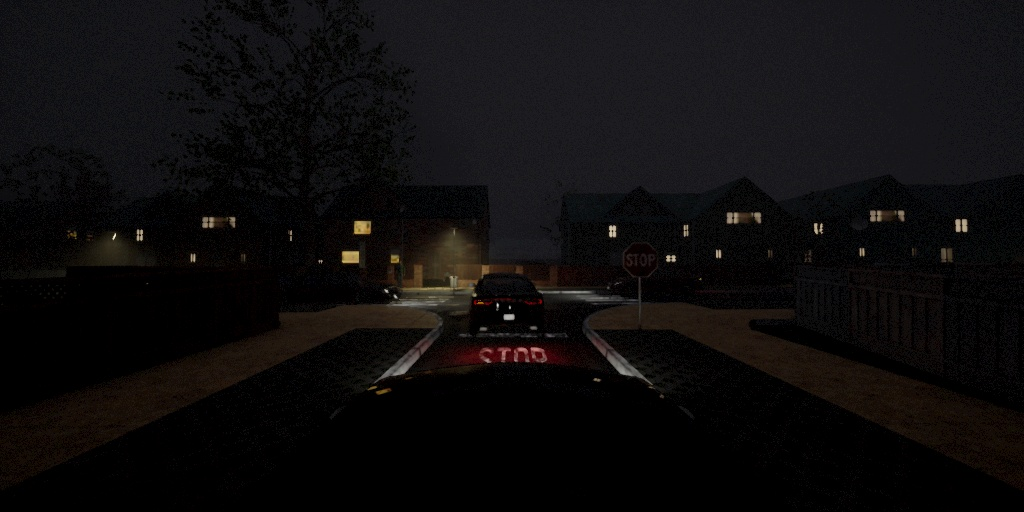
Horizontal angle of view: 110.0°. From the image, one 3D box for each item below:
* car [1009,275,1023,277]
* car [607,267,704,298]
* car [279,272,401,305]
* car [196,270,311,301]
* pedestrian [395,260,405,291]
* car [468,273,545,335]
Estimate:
[{"bbox_3d":[24.246,1.042,15.038,5.008,1.535,1.882,0,-1,1],"label":"car"},{"bbox_3d":[7.218,1.307,18.232,4.674,1.442,1.812,-1,-1,0],"label":"car"},{"bbox_3d":[-7.697,1.390,15.507,5.357,1.411,2.033,-1,-1,1],"label":"car"},{"bbox_3d":[-13.220,1.502,18.539,4.674,1.442,1.812,-1,-1,1],"label":"car"},{"bbox_3d":[-6.679,1.126,21.362,0.375,1.860,0.375,0,-1,1],"label":"pedestrian"},{"bbox_3d":[-0.268,1.232,10.624,1.882,1.535,5.008,0,0,-5],"label":"car"}]
